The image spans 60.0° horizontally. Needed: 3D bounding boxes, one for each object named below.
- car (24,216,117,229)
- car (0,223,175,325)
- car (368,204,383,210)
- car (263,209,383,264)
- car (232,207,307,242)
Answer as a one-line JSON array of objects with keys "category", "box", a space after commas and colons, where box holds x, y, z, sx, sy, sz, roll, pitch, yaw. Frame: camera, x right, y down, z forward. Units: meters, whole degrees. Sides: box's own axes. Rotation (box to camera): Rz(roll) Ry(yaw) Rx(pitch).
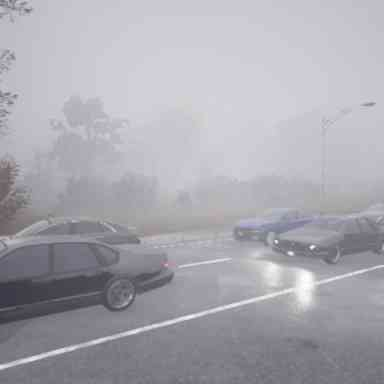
[{"category": "car", "box": [-3.903, 1.508, 9.776, 4.892, 1.490, 1.837, 0, 0, -33]}, {"category": "car", "box": [-2.930, 1.549, 6.203, 5.357, 1.411, 2.033, 0, 0, -36]}, {"category": "car", "box": [12.212, 1.483, 21.223, 4.674, 1.442, 1.812, -1, 1, -35]}, {"category": "car", "box": [5.294, 1.562, 12.056, 5.357, 1.411, 2.033, 0, 0, -35]}, {"category": "car", "box": [4.088, 1.493, 15.491, 5.008, 1.535, 1.882, 0, 0, -35]}]
